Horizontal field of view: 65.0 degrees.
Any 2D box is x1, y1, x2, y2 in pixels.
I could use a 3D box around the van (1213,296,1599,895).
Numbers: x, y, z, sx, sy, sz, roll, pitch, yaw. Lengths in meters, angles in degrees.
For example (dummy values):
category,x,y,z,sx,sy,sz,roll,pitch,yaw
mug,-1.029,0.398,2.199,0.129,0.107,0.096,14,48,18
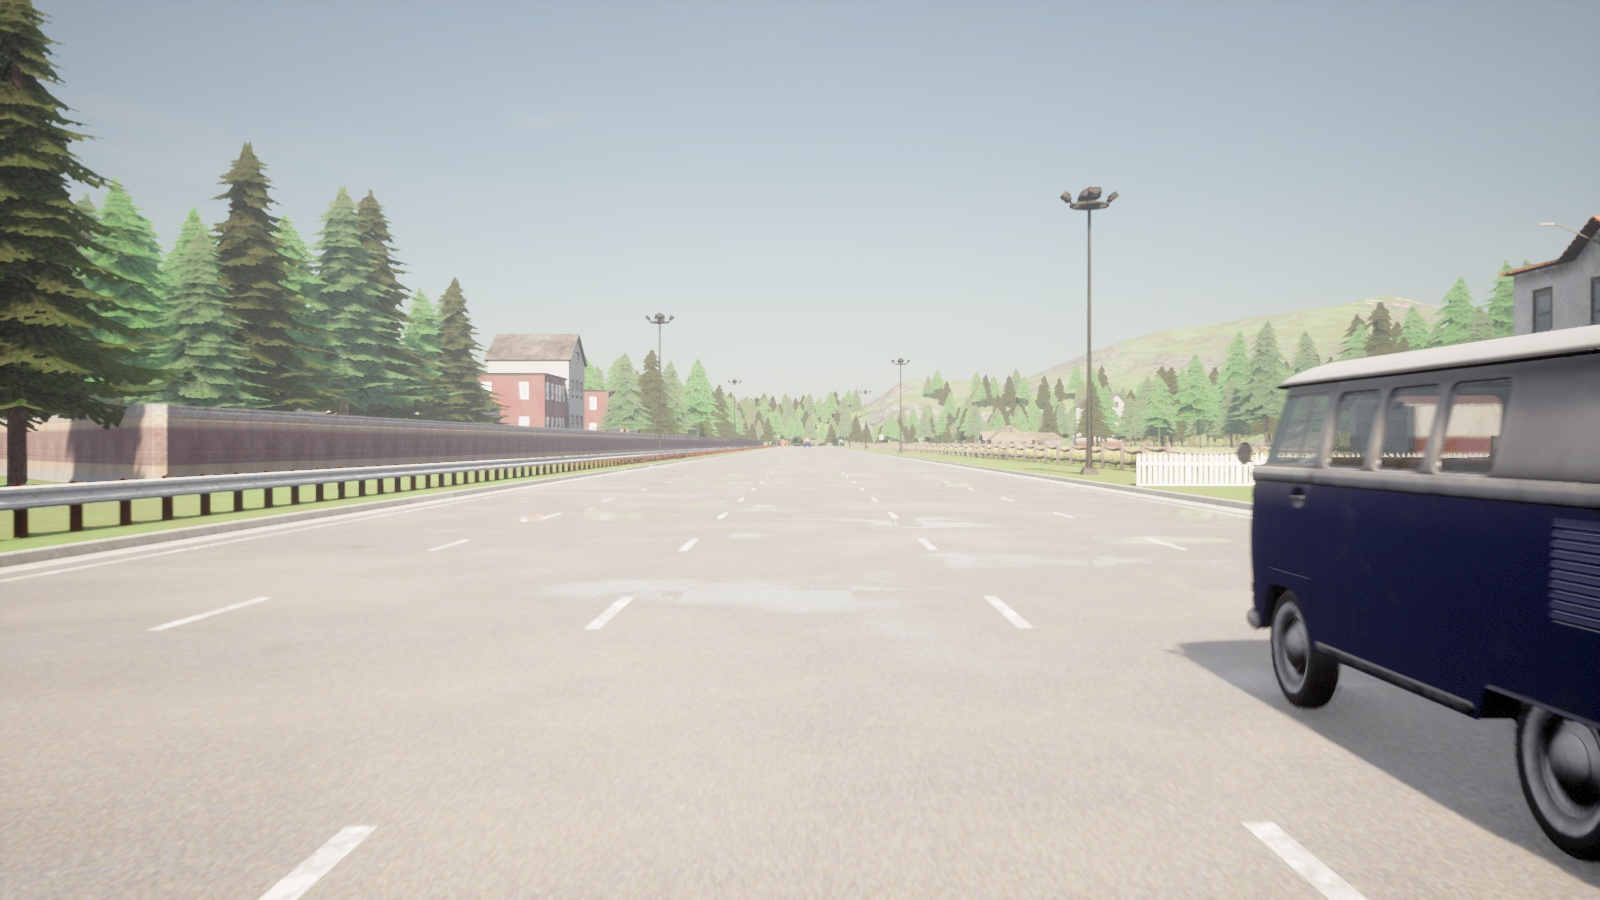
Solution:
category,x,y,z,sx,sy,sz,roll,pitch,yaw
van,3.549,0.470,5.907,1.775,1.987,4.442,0,0,0
